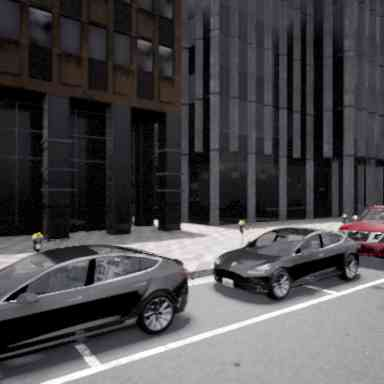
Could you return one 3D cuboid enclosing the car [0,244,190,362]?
[{"bbox_3d":[-2.035,1.572,5.200,4.313,1.339,1.947,0,0,-36],"label":"car"}]

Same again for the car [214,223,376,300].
[{"bbox_3d":[2.554,1.602,8.473,4.313,1.339,1.947,0,0,-36],"label":"car"}]

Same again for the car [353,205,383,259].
[{"bbox_3d":[7.143,1.382,11.748,5.009,1.841,2.192,0,0,-36],"label":"car"}]
